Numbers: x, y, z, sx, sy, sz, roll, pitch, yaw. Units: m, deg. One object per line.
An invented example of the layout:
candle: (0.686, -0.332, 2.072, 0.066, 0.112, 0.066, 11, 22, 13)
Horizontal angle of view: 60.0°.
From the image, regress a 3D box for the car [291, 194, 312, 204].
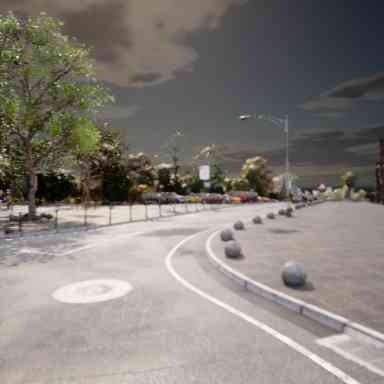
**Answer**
car: (16.924, 1.077, 52.301, 2.128, 1.511, 4.902, -1, -1, 28)

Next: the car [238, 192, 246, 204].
car: (5.054, 1.150, 50.189, 5.008, 1.535, 2.097, -1, -1, 28)

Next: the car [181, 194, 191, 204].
car: (-3.655, 1.128, 59.936, 5.566, 2.045, 2.435, -1, -1, 28)

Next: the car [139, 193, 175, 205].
car: (-6.189, 1.098, 55.097, 5.566, 2.045, 2.435, -1, -1, 28)

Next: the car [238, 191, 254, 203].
car: (6.383, 0.914, 52.788, 5.566, 2.045, 2.435, -1, -1, 28)

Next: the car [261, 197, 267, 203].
car: (10.695, 1.145, 60.946, 4.553, 1.767, 2.185, -1, -2, 28)

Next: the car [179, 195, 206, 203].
car: (0.079, 1.486, 67.435, 5.366, 1.575, 1.946, -1, -2, 28)

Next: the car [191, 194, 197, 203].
car: (-1.167, 1.446, 65.084, 5.366, 1.575, 1.946, -1, -1, 28)

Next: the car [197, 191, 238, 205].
car: (3.622, 1.011, 47.513, 4.553, 1.767, 2.185, -1, -1, 28)

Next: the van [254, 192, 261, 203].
van: (9.198, 1.005, 58.304, 4.442, 1.987, 1.878, -1, -1, 28)

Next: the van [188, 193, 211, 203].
van: (1.652, 1.307, 69.768, 4.442, 1.987, 1.878, -1, -2, 28)

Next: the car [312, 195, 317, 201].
car: (21.849, 1.254, 61.481, 2.033, 1.411, 5.357, -1, 0, 28)

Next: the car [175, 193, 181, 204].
car: (-4.968, 1.363, 57.469, 4.892, 1.521, 2.231, -1, -1, 28)

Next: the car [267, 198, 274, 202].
car: (12.252, 1.315, 63.421, 5.366, 1.575, 1.946, -1, -2, 28)
